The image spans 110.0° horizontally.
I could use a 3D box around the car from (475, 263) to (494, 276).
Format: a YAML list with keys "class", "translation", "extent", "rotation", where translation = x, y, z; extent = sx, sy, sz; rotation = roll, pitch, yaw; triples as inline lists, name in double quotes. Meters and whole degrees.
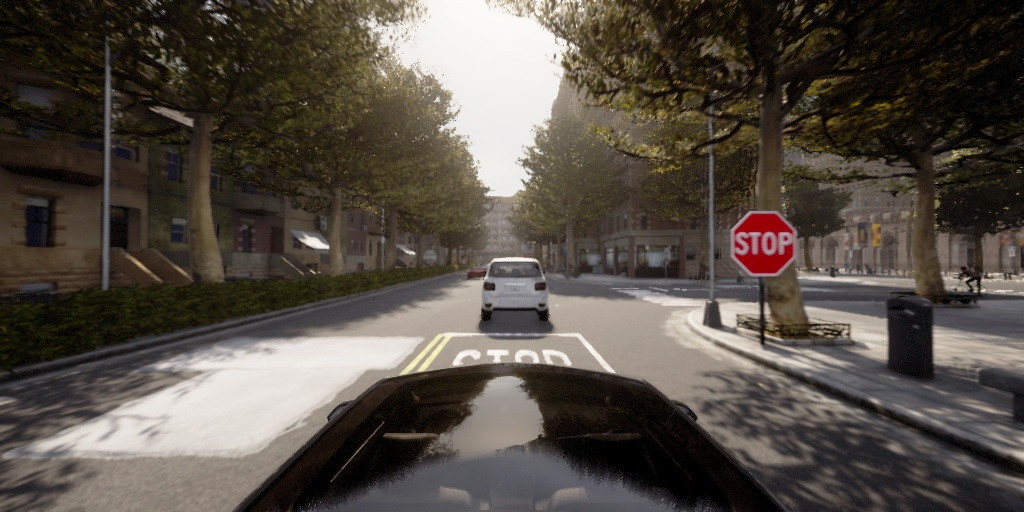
- class: "car"
  translation: [-3.590, 1.747, 47.777]
  extent: [2.128, 1.511, 4.902]
  rotation: [0, -1, 0]

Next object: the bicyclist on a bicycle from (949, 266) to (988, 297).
- class: "bicyclist on a bicycle"
  translation: [24.765, 1.398, 19.507]
  extent: [0.582, 1.620, 1.656]
  rotation: [0, -1, -1]

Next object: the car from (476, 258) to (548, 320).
- class: "car"
  translation: [0.096, 1.102, 13.434]
  extent: [2.150, 2.045, 5.566]
  rotation: [0, 0, 0]

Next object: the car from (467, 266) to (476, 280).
- class: "car"
  translation: [-3.567, 1.742, 37.315]
  extent: [1.895, 1.301, 4.718]
  rotation: [0, -1, 0]

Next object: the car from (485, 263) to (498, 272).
- class: "car"
  translation: [-3.533, 1.977, 62.163]
  extent: [1.994, 1.385, 4.181]
  rotation: [0, -1, 1]
